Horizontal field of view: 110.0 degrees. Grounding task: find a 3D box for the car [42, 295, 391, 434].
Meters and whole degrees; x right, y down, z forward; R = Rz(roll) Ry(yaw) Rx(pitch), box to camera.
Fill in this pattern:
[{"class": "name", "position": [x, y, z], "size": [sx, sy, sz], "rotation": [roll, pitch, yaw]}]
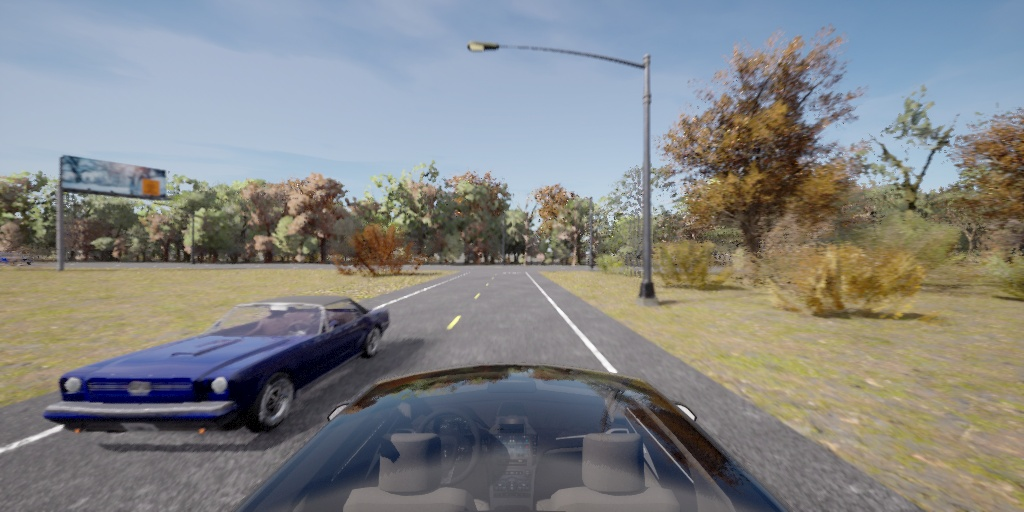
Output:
[{"class": "car", "position": [-3.599, 1.355, 5.671], "size": [1.895, 1.301, 4.718], "rotation": [0, 0, 0]}]
